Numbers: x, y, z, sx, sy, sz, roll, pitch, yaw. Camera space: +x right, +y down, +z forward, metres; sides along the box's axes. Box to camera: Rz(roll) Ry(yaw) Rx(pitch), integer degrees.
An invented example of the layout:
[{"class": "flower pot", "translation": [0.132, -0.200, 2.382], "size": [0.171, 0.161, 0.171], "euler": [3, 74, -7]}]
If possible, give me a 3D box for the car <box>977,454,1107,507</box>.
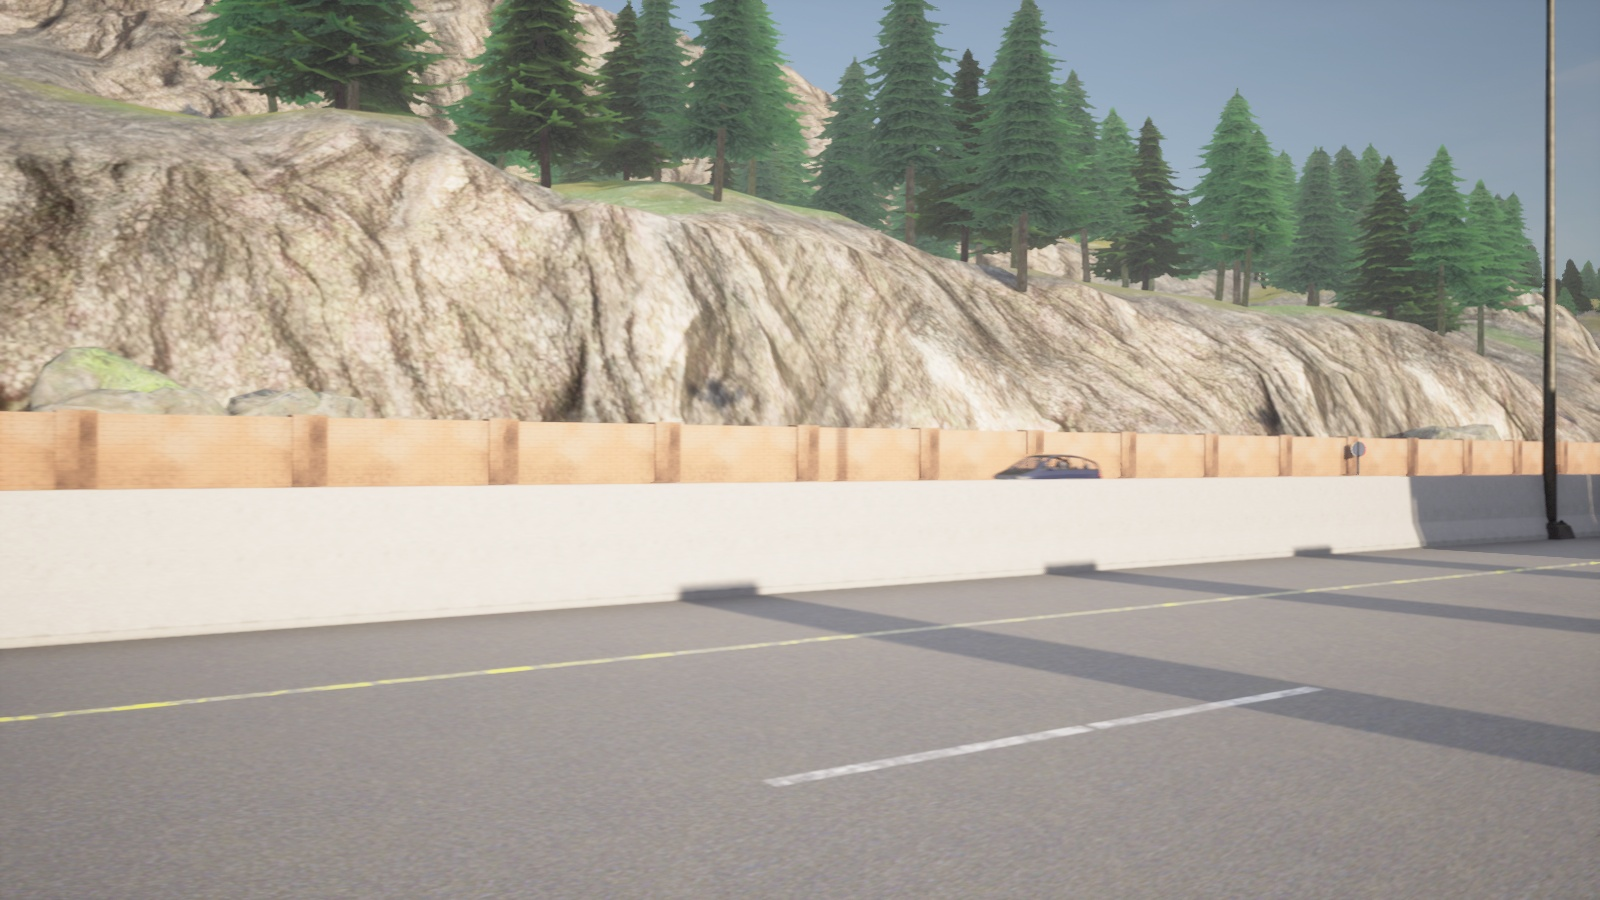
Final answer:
[{"class": "car", "translation": [7.431, 0.885, 38.479], "size": [3.705, 1.549, 1.789], "euler": [0, 0, -34]}]
